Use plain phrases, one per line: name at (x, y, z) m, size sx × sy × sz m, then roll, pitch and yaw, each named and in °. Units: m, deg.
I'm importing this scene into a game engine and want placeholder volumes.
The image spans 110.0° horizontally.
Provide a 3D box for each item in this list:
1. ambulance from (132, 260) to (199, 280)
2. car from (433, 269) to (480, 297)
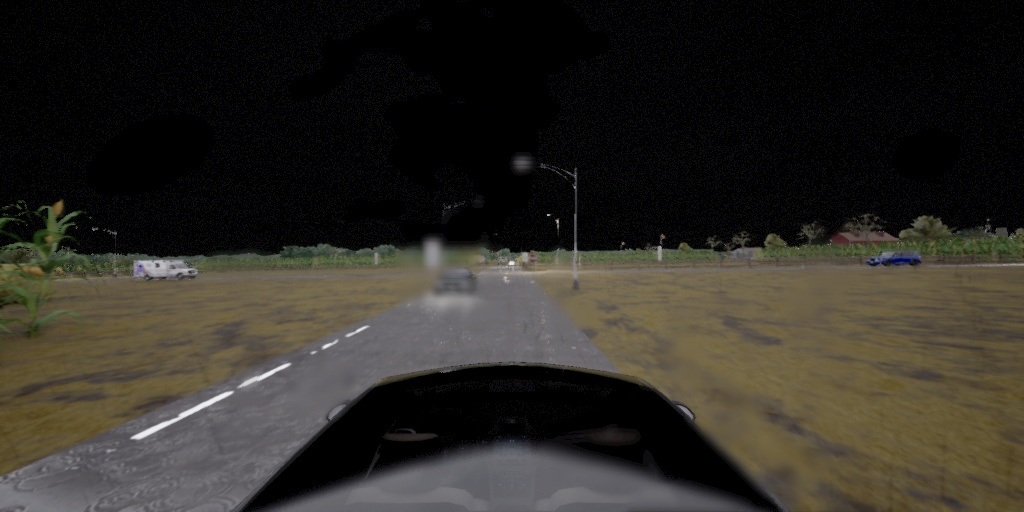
ambulance at (-42.198, 1.701, 43.866) m, size 6.366 × 2.431 × 2.351 m, roll -1°, pitch 0°, yaw 0°
car at (-2.841, 1.363, 19.130) m, size 1.994 × 1.385 × 4.181 m, roll 0°, pitch 0°, yaw 0°
